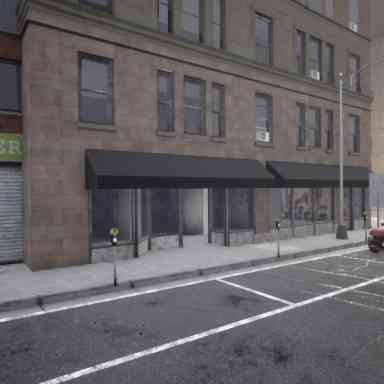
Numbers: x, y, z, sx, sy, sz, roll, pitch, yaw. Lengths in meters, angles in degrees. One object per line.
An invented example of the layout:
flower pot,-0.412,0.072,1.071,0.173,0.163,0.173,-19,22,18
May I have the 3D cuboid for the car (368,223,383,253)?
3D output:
car,8.391,1.542,12.574,4.507,1.381,1.887,0,-1,-36
